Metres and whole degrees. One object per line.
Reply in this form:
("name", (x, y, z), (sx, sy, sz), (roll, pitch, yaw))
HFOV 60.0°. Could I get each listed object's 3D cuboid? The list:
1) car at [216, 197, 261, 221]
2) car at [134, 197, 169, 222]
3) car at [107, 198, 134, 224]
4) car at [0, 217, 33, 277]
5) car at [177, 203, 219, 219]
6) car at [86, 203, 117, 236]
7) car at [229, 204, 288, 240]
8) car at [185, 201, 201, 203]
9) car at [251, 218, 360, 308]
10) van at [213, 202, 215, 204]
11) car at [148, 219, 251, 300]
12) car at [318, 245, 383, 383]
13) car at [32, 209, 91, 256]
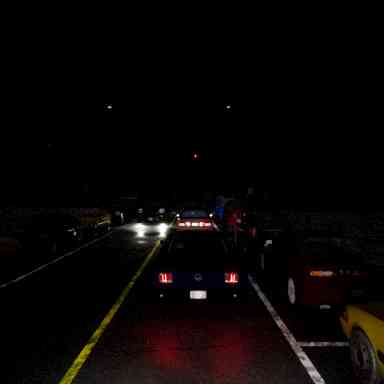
("car", (2.799, 1.317, 18.625), (2.192, 1.841, 5.009), (0, 0, 0))
("car", (-2.956, 1.354, 25.989), (2.097, 1.767, 4.553), (0, 0, 0))
("car", (-5.715, 1.443, 24.080), (1.967, 1.590, 4.097), (0, 0, 0))
("car", (-5.750, 1.526, 7.598), (1.752, 1.417, 4.829), (0, 0, 0))
("car", (0.134, 1.549, 17.930), (2.033, 1.411, 5.357), (0, 0, 0))
("car", (-5.727, 1.527, 18.473), (1.752, 1.417, 4.829), (0, 0, 0))
("car", (2.787, 1.441, 13.187), (1.967, 1.590, 4.097), (0, 0, 0))
("car", (0.055, 1.482, 27.758), (1.882, 1.535, 5.008), (0, 0, 0))
("car", (2.776, 1.545, 7.750), (1.887, 1.381, 4.507), (0, 0, 0))
("van", (2.822, 1.346, 29.500), (1.690, 1.788, 3.998), (0, 0, 0))
("car", (0.118, 1.601, 8.340), (1.895, 1.301, 4.718), (0, 0, 0))
("car", (2.765, 1.525, 2.482), (1.752, 1.417, 4.829), (0, 0, 0))
("car", (-5.738, 1.567, 13.205), (1.947, 1.339, 4.313), (0, 0, 0))
